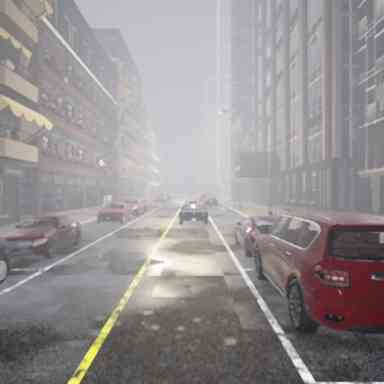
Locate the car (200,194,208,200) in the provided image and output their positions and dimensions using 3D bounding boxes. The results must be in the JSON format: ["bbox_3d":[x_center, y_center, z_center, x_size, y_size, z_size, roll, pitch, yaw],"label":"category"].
[{"bbox_3d":[2.605,1.108,73.035,1.802,1.307,4.206,0,0,0],"label":"car"}]

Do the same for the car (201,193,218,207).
[{"bbox_3d":[2.592,1.250,45.355,1.947,1.339,4.313,0,0,0],"label":"car"}]

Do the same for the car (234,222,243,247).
[{"bbox_3d":[2.577,1.491,12.142,1.802,1.307,4.206,0,0,0],"label":"car"}]

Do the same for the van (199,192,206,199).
[{"bbox_3d":[2.611,0.812,84.103,1.690,1.788,3.998,0,0,0],"label":"van"}]

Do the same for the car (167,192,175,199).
[{"bbox_3d":[-5.269,0.911,84.102,1.967,1.590,4.097,0,0,0],"label":"car"}]

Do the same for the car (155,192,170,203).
[{"bbox_3d":[-5.282,1.059,56.422,1.967,1.590,4.097,0,0,0],"label":"car"}]

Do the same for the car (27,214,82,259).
[{"bbox_3d":[-5.303,1.491,12.136,1.802,1.307,4.206,1,0,0],"label":"car"}]

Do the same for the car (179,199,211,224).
[{"bbox_3d":[0.112,1.430,23.210,1.895,1.301,4.718,0,0,0],"label":"car"}]

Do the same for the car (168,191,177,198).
[{"bbox_3d":[-5.266,0.760,89.637,2.192,1.841,5.009,0,0,0],"label":"car"}]

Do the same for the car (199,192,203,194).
[{"bbox_3d":[2.602,0.902,61.961,2.192,1.841,5.009,0,0,0],"label":"car"}]

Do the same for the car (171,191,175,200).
[{"bbox_3d":[-5.276,0.872,67.493,2.192,1.841,5.009,0,0,0],"label":"car"}]

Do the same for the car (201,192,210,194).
[{"bbox_3d":[2.595,1.175,51.061,1.752,1.417,4.829,0,0,0],"label":"car"}]

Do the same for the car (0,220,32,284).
[{"bbox_3d":[-5.306,1.500,6.600,2.008,1.369,4.403,1,0,0],"label":"car"}]

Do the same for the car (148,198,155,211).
[{"bbox_3d":[-5.293,1.298,34.280,1.887,1.381,4.507,0,0,0],"label":"car"}]

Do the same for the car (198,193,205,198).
[{"bbox_3d":[2.612,0.970,89.811,1.752,1.417,4.829,0,0,0],"label":"car"}]

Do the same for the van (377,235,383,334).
[{"bbox_3d":[2.574,1.332,1.069,1.690,1.788,3.998,1,0,0],"label":"van"}]

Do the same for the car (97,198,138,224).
[{"bbox_3d":[-5.298,1.374,23.208,1.887,1.381,4.507,1,0,0],"label":"car"}]

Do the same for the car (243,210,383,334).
[{"bbox_3d":[2.577,1.264,6.604,2.192,1.841,5.009,1,0,0],"label":"car"}]

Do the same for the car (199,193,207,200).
[{"bbox_3d":[2.607,1.022,78.740,1.752,1.417,4.829,0,0,0],"label":"car"}]

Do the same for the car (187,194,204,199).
[{"bbox_3d":[0.119,1.309,41.381,1.895,1.301,4.718,0,0,0],"label":"car"}]

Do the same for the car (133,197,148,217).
[{"bbox_3d":[-5.294,1.231,28.742,1.967,1.590,4.097,1,0,0],"label":"car"}]
